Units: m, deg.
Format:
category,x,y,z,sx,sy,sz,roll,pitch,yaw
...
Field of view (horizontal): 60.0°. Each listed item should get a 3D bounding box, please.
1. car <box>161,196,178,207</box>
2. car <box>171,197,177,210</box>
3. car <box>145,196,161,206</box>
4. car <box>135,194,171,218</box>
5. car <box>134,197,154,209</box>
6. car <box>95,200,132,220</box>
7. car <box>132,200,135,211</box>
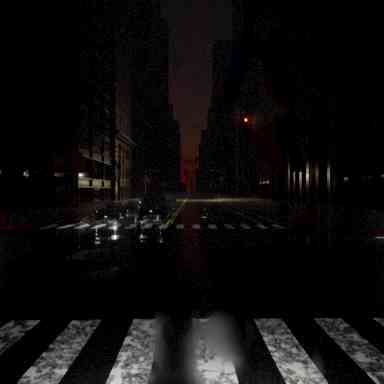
category,x,y,z,sx,sy,sz,roll,pitch,yaw
car,-3.352,1.458,50.459,2.128,1.511,4.902,0,0,0
car,-3.362,1.469,40.036,2.128,1.511,4.902,0,0,0
car,-6.582,1.503,57.075,2.033,1.411,5.357,0,0,0
car,-3.361,1.207,29.943,2.150,2.045,5.566,0,0,0
car,-6.610,1.462,46.420,2.128,1.511,4.902,0,0,0
car,-6.629,1.588,27.896,1.895,1.301,4.718,0,0,1
car,-6.614,1.581,37.012,1.895,1.301,4.718,0,0,0
